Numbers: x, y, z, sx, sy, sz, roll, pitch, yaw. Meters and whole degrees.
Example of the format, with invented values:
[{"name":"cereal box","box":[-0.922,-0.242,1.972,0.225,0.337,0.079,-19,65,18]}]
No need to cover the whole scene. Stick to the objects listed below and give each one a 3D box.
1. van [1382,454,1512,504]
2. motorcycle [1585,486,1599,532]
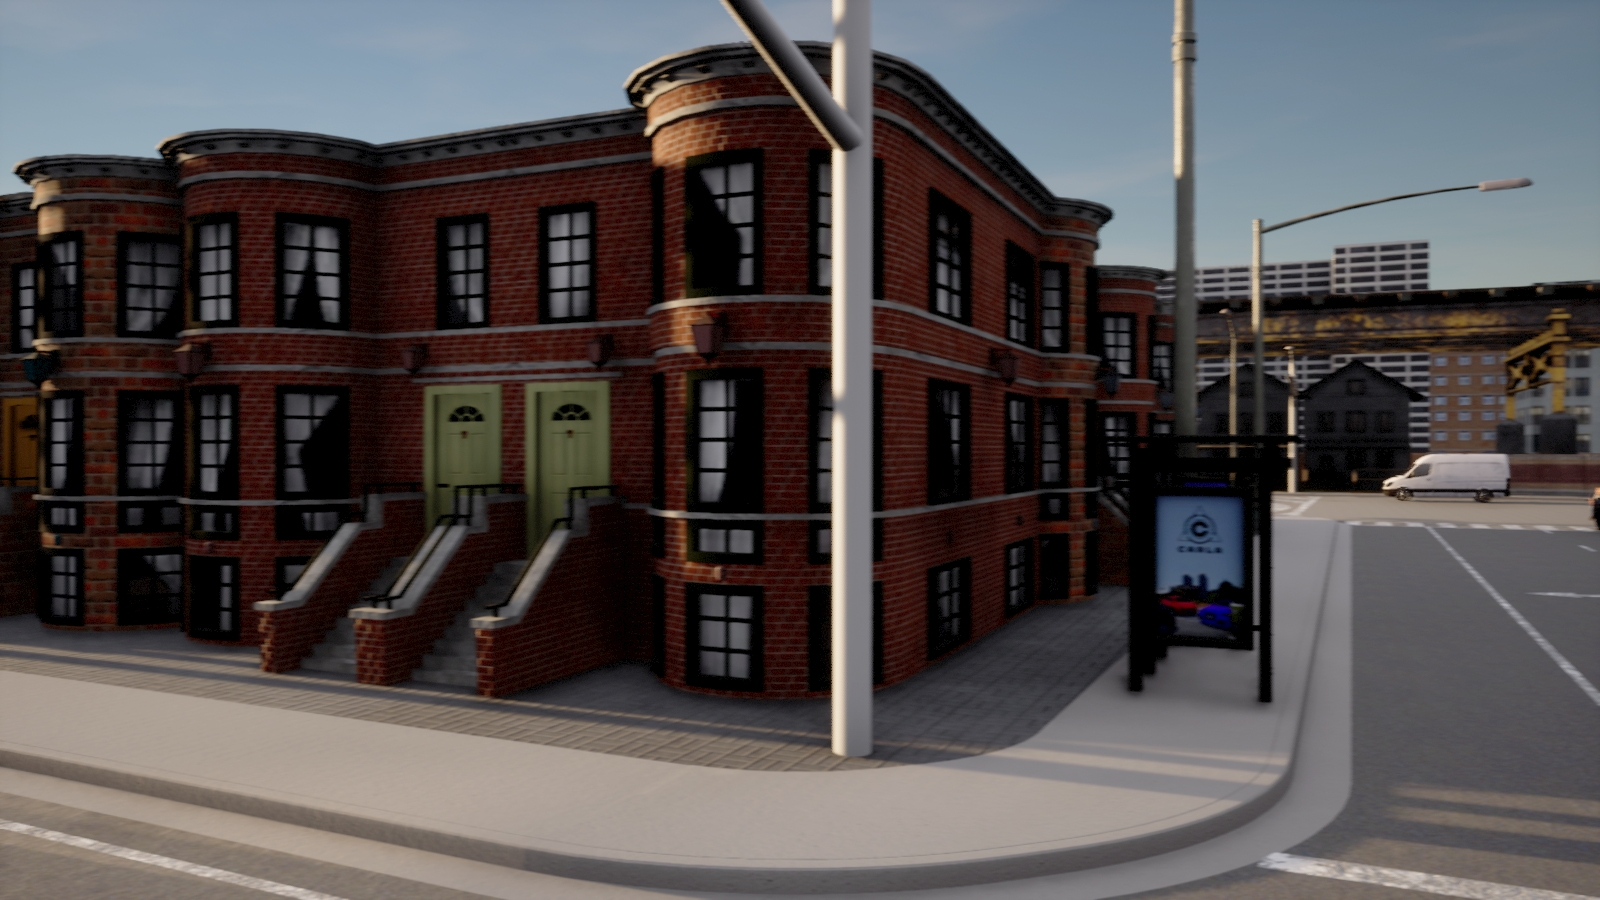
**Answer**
[{"name":"van","box":[34.271,1.492,60.755,5.915,2.561,1.988,0,0,26]},{"name":"motorcycle","box":[27.545,2.005,39.360,0.803,1.505,2.033,-1,0,36]}]
